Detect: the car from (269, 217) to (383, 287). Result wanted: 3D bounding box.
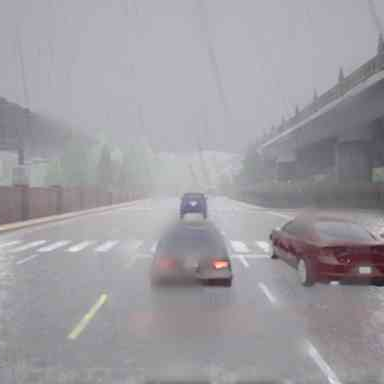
[{"bbox_3d":[3.497,1.418,9.216,1.882,1.535,5.008,0,0,0],"label":"car"}]

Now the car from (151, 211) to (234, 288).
[{"bbox_3d":[-0.009,1.490,9.151,2.033,1.411,5.357,0,0,0],"label":"car"}]

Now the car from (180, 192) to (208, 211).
[{"bbox_3d":[0.169,1.047,28.374,2.150,2.045,5.566,0,0,1],"label":"car"}]
